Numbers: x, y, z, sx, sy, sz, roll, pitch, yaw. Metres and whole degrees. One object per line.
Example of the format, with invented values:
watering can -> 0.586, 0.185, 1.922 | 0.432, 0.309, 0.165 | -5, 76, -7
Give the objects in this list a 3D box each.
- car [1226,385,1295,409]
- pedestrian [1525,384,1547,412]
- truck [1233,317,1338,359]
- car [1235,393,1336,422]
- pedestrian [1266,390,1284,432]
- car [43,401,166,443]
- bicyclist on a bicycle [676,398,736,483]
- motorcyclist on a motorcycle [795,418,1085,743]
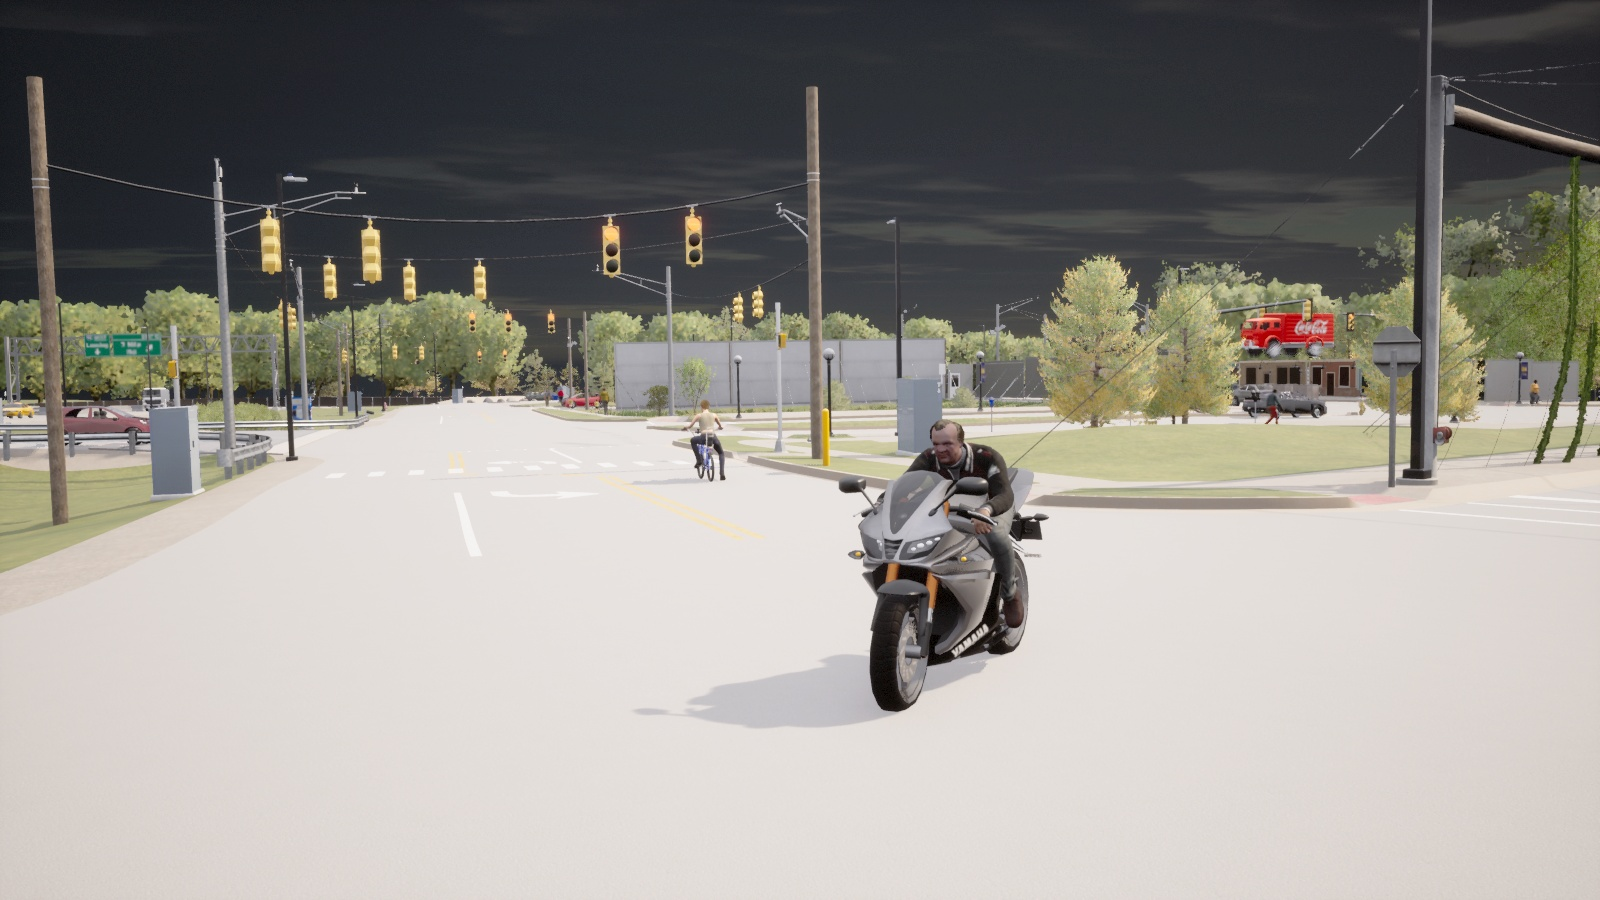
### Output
car -> 33.332, -3.854, 91.028 | 2.152, 1.651, 5.027 | -2, 4, -15
pedestrian -> 50.197, -3.537, 85.690 | 0.874, 1.855, 0.900 | -1, 4, -10
truck -> 29.023, -6.728, 75.111 | 5.204, 2.467, 2.627 | -2, 6, -15
car -> 26.548, -2.332, 68.678 | 4.902, 1.511, 2.128 | -1, 3, -20
pedestrian -> 20.875, -1.718, 55.197 | 0.614, 1.847, 0.353 | -2, 4, -17
car -> -26.074, -1.087, 47.186 | 3.633, 1.501, 1.845 | -1, 3, -11
bicyclist on a bicycle -> -1.885, -0.210, 24.951 | 0.866, 1.612, 1.509 | -2, 3, -16
motorcyclist on a motorcycle -> 0.896, 0.607, 7.232 | 0.866, 1.530, 2.191 | 0, 3, 29
